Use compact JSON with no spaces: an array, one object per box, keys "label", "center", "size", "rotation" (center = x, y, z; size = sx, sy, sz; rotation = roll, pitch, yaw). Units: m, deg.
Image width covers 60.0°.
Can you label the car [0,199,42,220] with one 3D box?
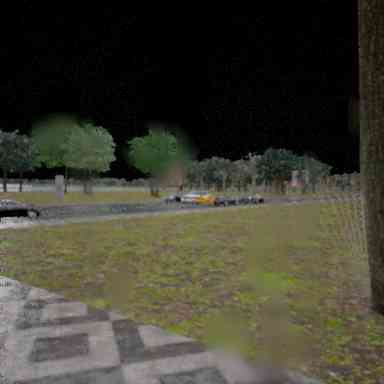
[{"label":"car","center":[-12.977,1.216,23.075],"size":[2.128,1.511,4.902],"rotation":[1,1,36]}]

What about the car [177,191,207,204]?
[{"label":"car","center":[0.586,0.838,52.893],"size":[2.150,2.045,5.566],"rotation":[1,0,37]}]

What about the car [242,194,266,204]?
[{"label":"car","center":[10.609,1.080,55.592],"size":[2.097,1.767,4.553],"rotation":[1,1,36]}]

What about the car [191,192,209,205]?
[{"label":"car","center":[2.393,1.150,49.716],"size":[1.882,1.535,5.008],"rotation":[1,1,36]}]

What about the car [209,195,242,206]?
[{"label":"car","center":[4.862,1.233,47.588],"size":[1.837,1.490,4.892],"rotation":[1,1,36]}]

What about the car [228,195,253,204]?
[{"label":"car","center":[8.481,1.220,58.198],"size":[2.033,1.411,5.357],"rotation":[1,1,36]}]

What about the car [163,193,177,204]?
[{"label":"car","center":[-2.715,0.910,53.901],"size":[2.097,1.767,4.553],"rotation":[1,1,36]}]
